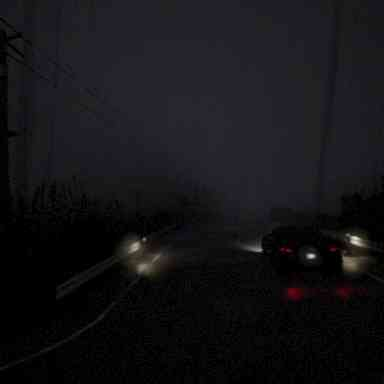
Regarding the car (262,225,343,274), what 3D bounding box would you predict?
[{"bbox_3d":[3.675,1.848,11.732,1.994,1.385,4.181,-2,0,5],"label":"car"}]
